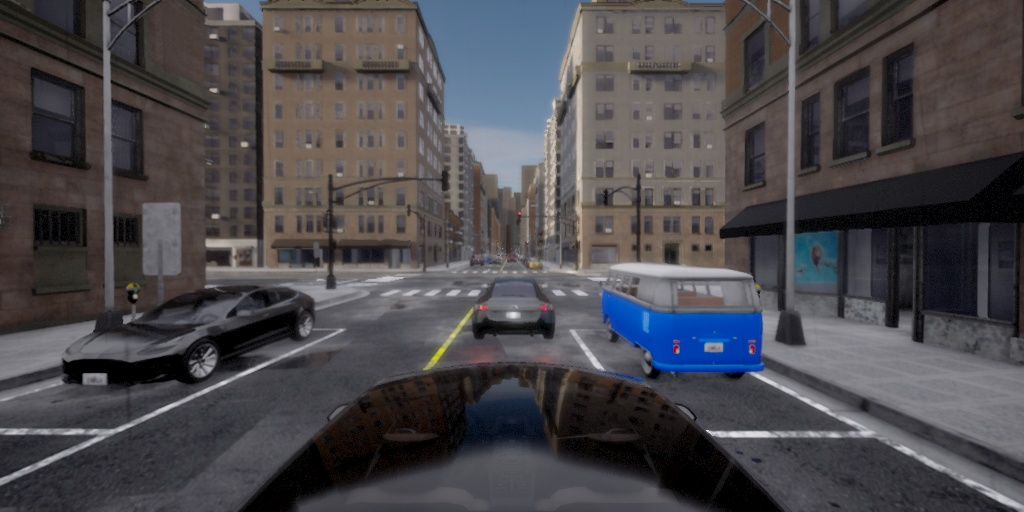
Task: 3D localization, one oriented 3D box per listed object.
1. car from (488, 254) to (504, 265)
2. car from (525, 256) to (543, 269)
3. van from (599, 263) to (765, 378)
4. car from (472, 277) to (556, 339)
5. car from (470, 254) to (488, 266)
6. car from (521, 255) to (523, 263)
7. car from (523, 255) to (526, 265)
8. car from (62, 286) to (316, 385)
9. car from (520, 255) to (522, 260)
[{"bbox_3d":[-2.945,0.878,62.107,1.994,1.385,4.181,0,0,0],"label":"car"},{"bbox_3d":[3.039,0.958,46.328,1.751,1.417,4.829,0,0,0],"label":"car"},{"bbox_3d":[2.898,1.054,6.969,1.690,1.789,3.998,0,0,1],"label":"van"},{"bbox_3d":[0.067,1.257,9.896,1.994,1.385,4.181,0,0,1],"label":"car"},{"bbox_3d":[-5.540,0.667,57.168,2.192,1.841,5.009,0,0,0],"label":"car"},{"bbox_3d":[2.985,0.901,57.209,2.007,1.370,4.403,0,0,0],"label":"car"},{"bbox_3d":[3.012,0.832,51.683,1.967,1.591,4.097,0,0,0],"label":"car"},{"bbox_3d":[-5.626,1.279,7.035,1.948,1.339,4.313,0,0,1],"label":"car"},{"bbox_3d":[2.958,0.874,62.735,1.948,1.339,4.313,0,0,0],"label":"car"}]
